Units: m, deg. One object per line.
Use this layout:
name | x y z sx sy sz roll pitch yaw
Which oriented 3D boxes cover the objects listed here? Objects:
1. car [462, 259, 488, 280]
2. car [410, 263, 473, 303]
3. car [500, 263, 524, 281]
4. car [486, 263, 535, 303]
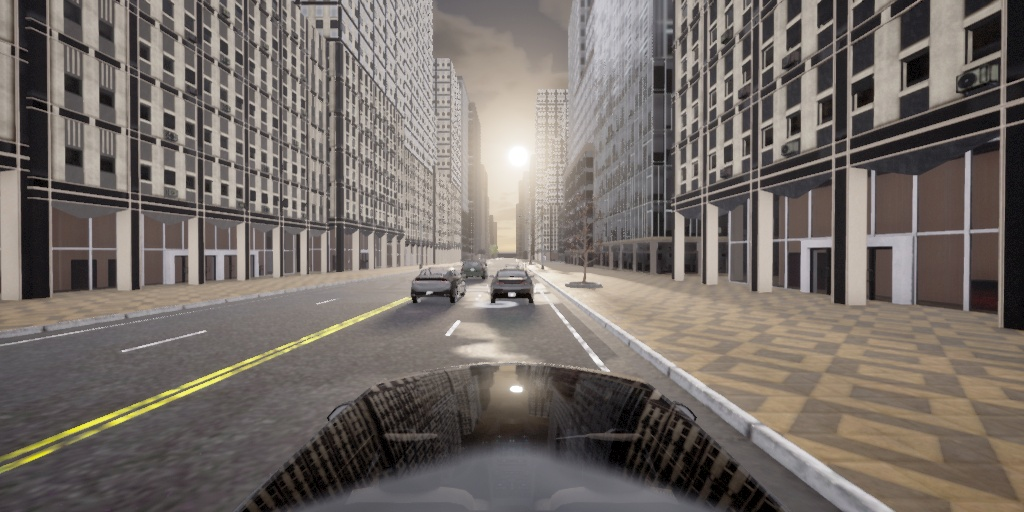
car | -3.250 1.133 31.473 2.097 1.767 4.553 0 0 0
car | -3.250 1.248 16.501 2.128 1.511 4.902 0 0 0
car | 0.000 1.339 31.503 1.994 1.385 4.181 0 0 0
car | 0.000 1.269 16.502 1.837 1.490 4.892 0 0 0
